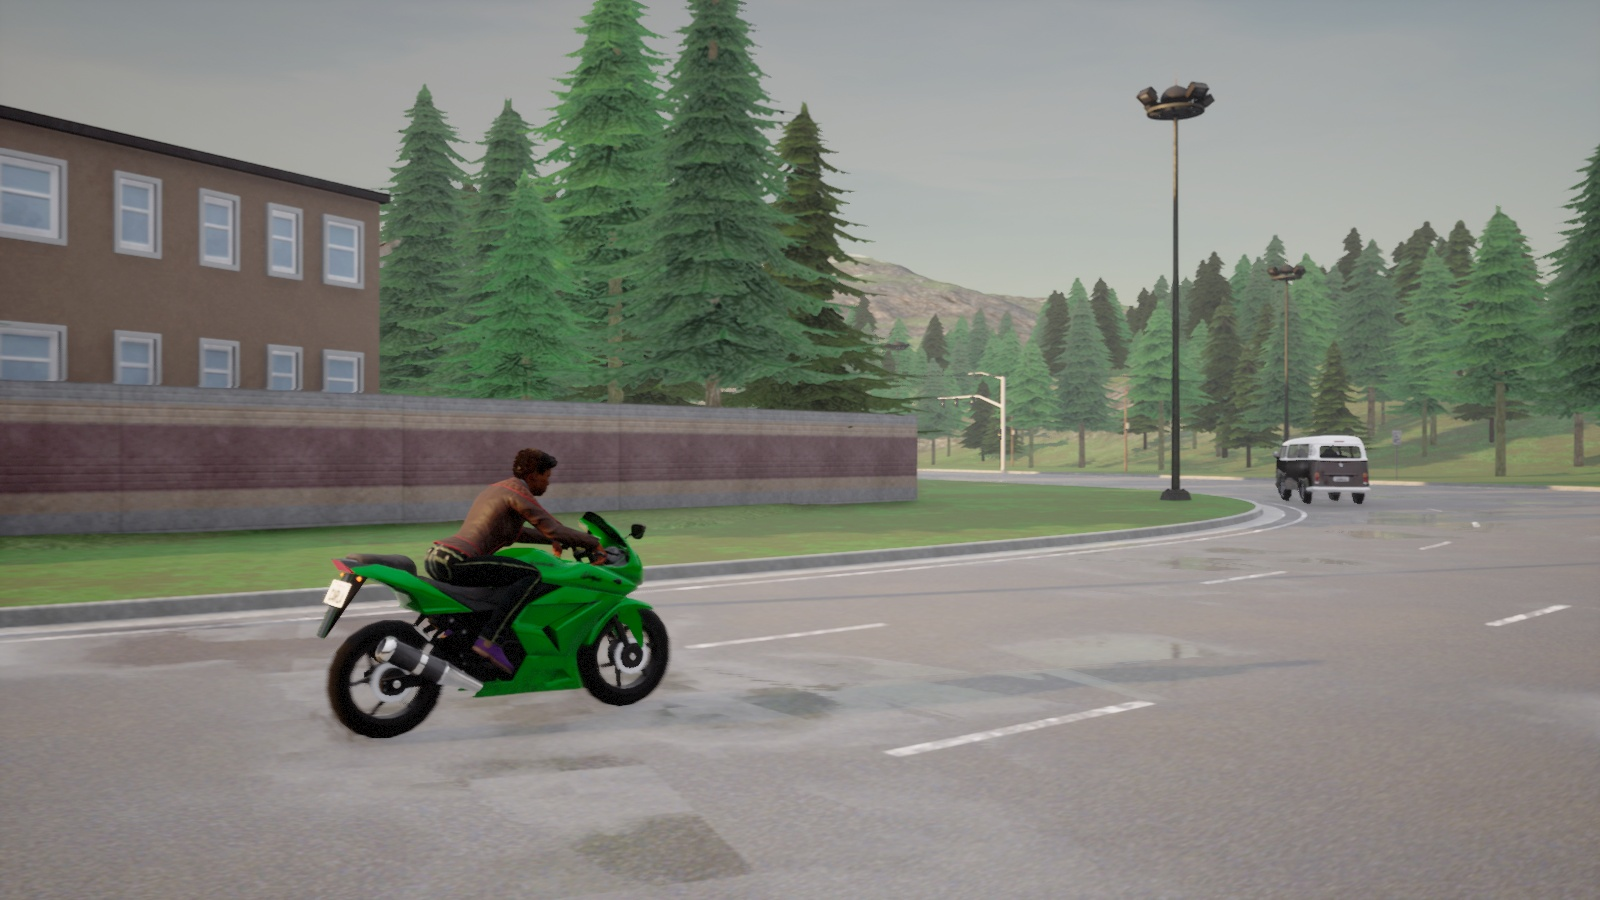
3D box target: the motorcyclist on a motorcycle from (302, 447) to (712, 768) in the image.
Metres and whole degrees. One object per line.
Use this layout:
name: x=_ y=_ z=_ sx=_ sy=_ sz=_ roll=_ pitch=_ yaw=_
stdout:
motorcyclist on a motorcycle: x=-1.563 y=0.751 z=6.914 sx=2.044 sy=1.523 sz=0.797 roll=0 pitch=0 yaw=-37

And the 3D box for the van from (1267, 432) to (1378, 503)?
van: x=16.042 y=0.509 z=38.801 sx=2.069 sy=2.038 sz=4.480 roll=0 pitch=0 yaw=7
